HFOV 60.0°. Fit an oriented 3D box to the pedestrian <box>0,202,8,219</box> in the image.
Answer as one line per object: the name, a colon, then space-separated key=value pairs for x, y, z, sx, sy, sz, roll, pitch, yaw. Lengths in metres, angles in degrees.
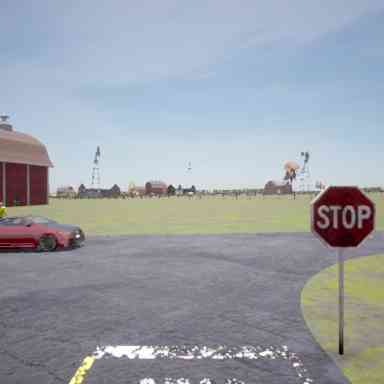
pedestrian: x=-11.207 y=1.489 z=19.691 sx=0.375 sy=1.860 sz=0.375 roll=0 pitch=0 yaw=4

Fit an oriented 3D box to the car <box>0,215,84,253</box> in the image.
car: x=-6.628 y=1.640 z=13.581 sx=4.181 sy=1.385 sz=1.994 roll=-1 pitch=-1 yaw=3
